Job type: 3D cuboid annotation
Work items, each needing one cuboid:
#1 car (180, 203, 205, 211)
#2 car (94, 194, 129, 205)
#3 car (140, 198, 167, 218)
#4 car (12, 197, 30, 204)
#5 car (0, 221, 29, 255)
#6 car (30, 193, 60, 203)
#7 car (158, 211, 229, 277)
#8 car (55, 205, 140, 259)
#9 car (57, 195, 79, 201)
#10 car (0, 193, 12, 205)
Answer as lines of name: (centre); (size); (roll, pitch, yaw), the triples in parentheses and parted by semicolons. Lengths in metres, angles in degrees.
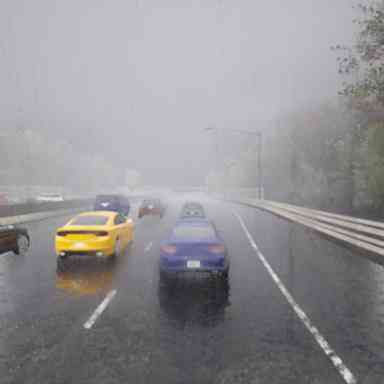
car: (0.044, 1.533, 25.360); (2.033, 1.411, 5.357); (0, 0, 0)
car: (-6.940, 1.204, 29.221); (2.150, 2.045, 5.566); (0, 0, 0)
car: (-3.444, 1.336, 29.895); (2.097, 1.767, 4.553); (0, 0, 0)
car: (-24.617, 1.494, 48.913); (1.837, 1.490, 4.892); (0, -1, 0)
car: (-6.943, 1.484, 10.393); (2.128, 1.511, 4.902); (0, 0, 0)
car: (-21.117, 1.211, 49.146); (2.150, 2.045, 5.566); (0, 0, 0)
car: (0.054, 1.517, 10.092); (1.812, 1.442, 4.674); (0, 0, 0)
car: (-3.435, 1.468, 12.667); (1.882, 1.535, 5.008); (0, 0, 0)
car: (-17.623, 1.552, 48.848); (1.994, 1.385, 4.181); (0, 0, 0)
car: (-28.094, 1.207, 46.428); (2.150, 2.045, 5.566); (0, 0, 0)
